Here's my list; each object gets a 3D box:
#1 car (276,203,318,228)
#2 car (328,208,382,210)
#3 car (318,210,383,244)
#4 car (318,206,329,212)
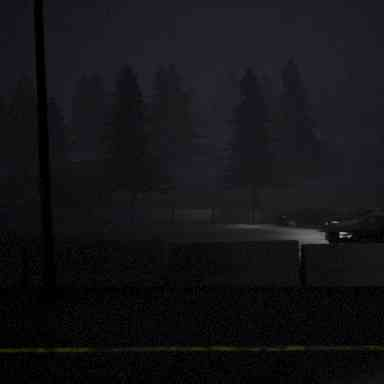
[{"bbox_3d":[8.722,1.784,24.511,5.008,1.535,1.882,1,-1,-2],"label":"car"},{"bbox_3d":[9.968,1.783,17.549,4.674,1.442,1.812,1,-1,-2],"label":"car"},{"bbox_3d":[8.280,1.682,13.991,5.008,1.535,1.882,1,-1,-2],"label":"car"},{"bbox_3d":[10.936,1.806,21.083,4.892,1.490,1.837,1,-1,-2],"label":"car"}]
